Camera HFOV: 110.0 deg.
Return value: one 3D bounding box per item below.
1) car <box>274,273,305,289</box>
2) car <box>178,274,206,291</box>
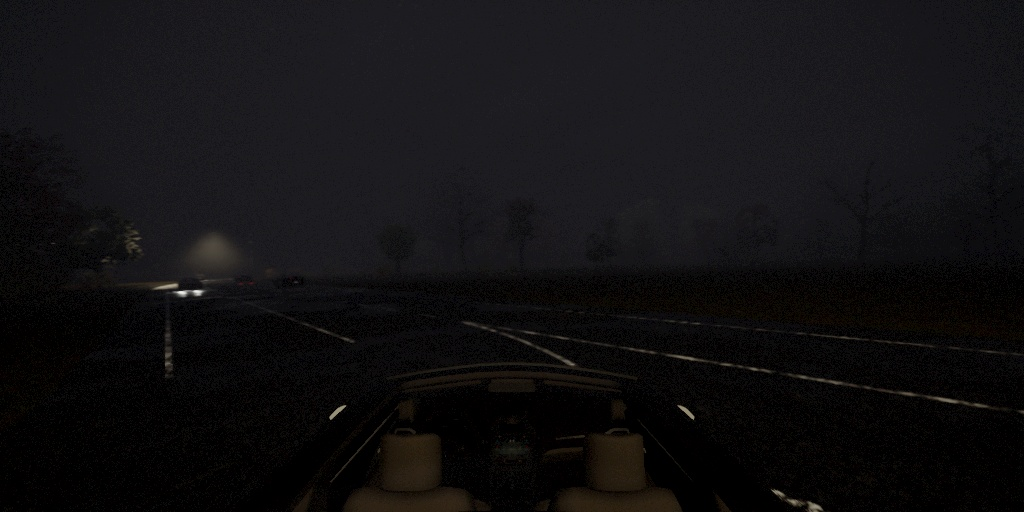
[{"bbox_3d":[-22.201,2.414,35.749,1.882,1.535,5.008,-2,-1,-44],"label":"car"},{"bbox_3d":[-35.618,3.090,39.640,1.994,1.385,4.181,-2,-1,-44],"label":"car"}]
